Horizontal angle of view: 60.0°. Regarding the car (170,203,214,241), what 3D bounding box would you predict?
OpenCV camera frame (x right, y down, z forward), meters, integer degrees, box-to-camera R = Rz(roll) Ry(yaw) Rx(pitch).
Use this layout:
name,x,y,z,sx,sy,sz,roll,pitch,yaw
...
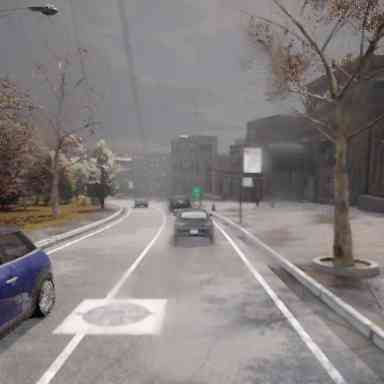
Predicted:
name,x,y,z,sx,sy,sz,roll,pitch,yaw
car,0.059,1.496,16.297,1.812,1.442,4.674,0,0,-1

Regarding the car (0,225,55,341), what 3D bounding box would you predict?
name,x,y,z,sx,sy,sz,roll,pitch,yaw
car,-3.610,1.344,4.316,2.097,1.767,4.553,0,0,0

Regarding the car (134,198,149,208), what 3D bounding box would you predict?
name,x,y,z,sx,sy,sz,roll,pitch,yaw
car,-7.282,1.534,47.456,2.033,1.411,5.357,-1,0,-12

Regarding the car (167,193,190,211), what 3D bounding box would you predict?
name,x,y,z,sx,sy,sz,roll,pitch,yaw
car,-1.474,1.139,36.331,2.150,2.045,5.566,-1,0,-8
